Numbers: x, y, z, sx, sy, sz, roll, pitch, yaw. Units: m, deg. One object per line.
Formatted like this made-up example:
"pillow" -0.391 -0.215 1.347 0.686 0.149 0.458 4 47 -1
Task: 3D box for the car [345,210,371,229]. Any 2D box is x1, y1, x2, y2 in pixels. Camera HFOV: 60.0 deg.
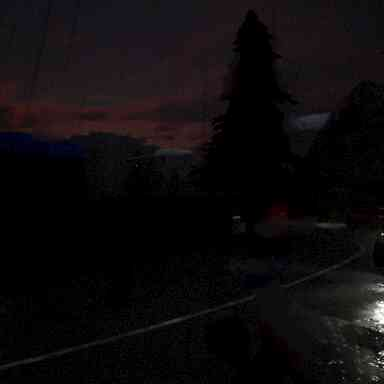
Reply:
"car" 12.069 1.732 21.072 1.882 1.535 5.008 1 0 -19

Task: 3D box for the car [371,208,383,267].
"car" 7.847 1.373 11.449 2.150 2.045 5.566 0 -1 36

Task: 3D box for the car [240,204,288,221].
"car" 6.386 1.796 29.881 1.812 1.442 4.674 1 -1 -36
